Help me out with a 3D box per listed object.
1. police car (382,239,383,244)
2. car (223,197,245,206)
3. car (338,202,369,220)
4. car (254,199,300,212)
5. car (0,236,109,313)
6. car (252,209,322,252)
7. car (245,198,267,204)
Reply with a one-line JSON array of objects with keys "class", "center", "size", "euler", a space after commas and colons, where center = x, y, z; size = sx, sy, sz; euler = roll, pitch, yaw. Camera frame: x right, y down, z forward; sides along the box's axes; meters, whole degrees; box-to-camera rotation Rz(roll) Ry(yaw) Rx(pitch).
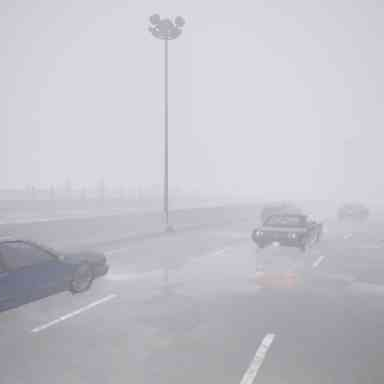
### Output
[{"class": "police car", "center": [5.143, 1.425, 6.827], "size": [1.930, 1.638, 5.238], "euler": [0, 0, 27]}, {"class": "car", "center": [6.292, 1.527, 48.804], "size": [1.812, 1.442, 4.674], "euler": [0, 0, 35]}, {"class": "car", "center": [14.039, 1.564, 28.814], "size": [1.994, 1.385, 4.181], "euler": [0, 0, 34]}, {"class": "car", "center": [6.494, 1.505, 23.952], "size": [1.837, 1.490, 4.892], "euler": [0, 0, 34]}, {"class": "car", "center": [-3.912, 1.547, 6.218], "size": [2.033, 1.411, 5.357], "euler": [0, 0, 25]}, {"class": "car", "center": [4.215, 1.601, 14.084], "size": [1.895, 1.301, 4.718], "euler": [0, 0, 31]}, {"class": "car", "center": [9.825, 1.565, 47.763], "size": [1.994, 1.385, 4.181], "euler": [0, 0, 35]}]
